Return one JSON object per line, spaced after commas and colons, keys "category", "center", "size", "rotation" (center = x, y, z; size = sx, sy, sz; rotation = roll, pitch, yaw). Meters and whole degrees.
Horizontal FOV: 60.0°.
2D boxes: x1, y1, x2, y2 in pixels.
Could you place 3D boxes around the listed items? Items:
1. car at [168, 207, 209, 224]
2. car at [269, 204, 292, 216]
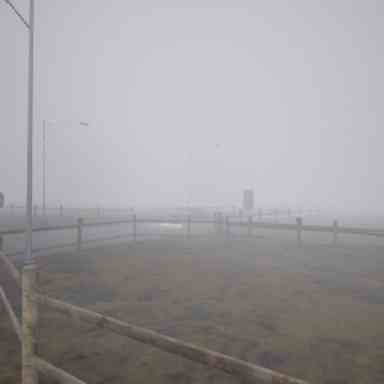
{"category": "car", "center": [-0.235, 2.016, 29.099], "size": [1.994, 1.385, 4.181], "rotation": [1, -1, 35]}
{"category": "car", "center": [12.509, 2.485, 47.084], "size": [1.882, 1.535, 5.008], "rotation": [1, -1, 36]}
